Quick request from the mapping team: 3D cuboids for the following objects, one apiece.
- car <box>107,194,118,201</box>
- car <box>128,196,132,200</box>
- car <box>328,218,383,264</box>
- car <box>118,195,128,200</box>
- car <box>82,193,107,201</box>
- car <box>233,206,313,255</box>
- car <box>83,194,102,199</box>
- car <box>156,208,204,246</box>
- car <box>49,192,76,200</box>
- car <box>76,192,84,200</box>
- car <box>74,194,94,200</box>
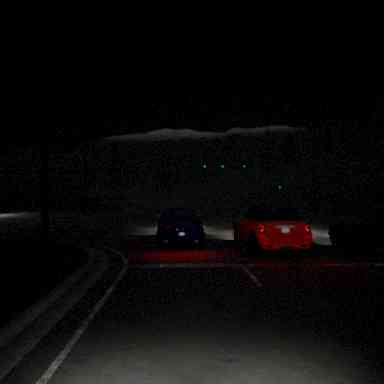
[{"bbox_3d":[-20.409,1.302,78.286,5.008,1.535,1.882,0,0,32],"label":"car"},{"bbox_3d":[-17.707,1.405,84.883,4.718,1.301,1.895,0,0,32],"label":"car"},{"bbox_3d":[6.680,1.574,11.711,1.895,1.301,4.718,0,0,-4],"label":"car"},{"bbox_3d":[-18.892,1.342,81.465,4.902,1.511,2.128,0,0,32],"label":"car"},{"bbox_3d":[-22.004,1.426,75.138,4.718,1.301,1.895,0,0,35],"label":"car"},{"bbox_3d":[3.030,1.321,13.425,2.097,1.767,4.553,0,0,-4],"label":"car"},{"bbox_3d":[-26.679,1.314,89.540,4.718,1.301,1.895,0,0,21],"label":"car"},{"bbox_3d":[-0.609,1.443,15.126,1.882,1.535,5.008,0,0,-5],"label":"car"},{"bbox_3d":[-31.075,1.121,79.989,4.553,1.767,2.097,0,0,18],"label":"car"},{"bbox_3d":[-29.389,0.974,83.085,5.566,2.045,2.150,0,0,21],"label":"car"},{"bbox_3d":[-28.006,1.234,86.302,4.892,1.490,1.837,0,0,21],"label":"car"}]
